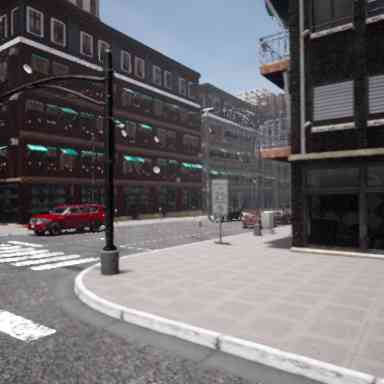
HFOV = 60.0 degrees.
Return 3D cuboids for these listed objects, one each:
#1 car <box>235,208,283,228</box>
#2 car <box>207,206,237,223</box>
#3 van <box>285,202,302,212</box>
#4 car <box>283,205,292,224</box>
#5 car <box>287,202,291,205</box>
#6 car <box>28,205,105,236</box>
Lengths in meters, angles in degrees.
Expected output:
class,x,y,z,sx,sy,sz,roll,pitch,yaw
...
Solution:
class,x,y,z,sx,sy,sz,roll,pitch,yaw
car,5.371,2.142,26.418,1.802,1.307,4.206,-2,-2,35
car,3.366,2.223,33.564,1.837,1.490,4.892,-1,-1,35
van,18.059,2.632,59.097,1.690,1.788,3.998,-2,-2,35
car,8.631,2.215,31.076,2.008,1.369,4.403,-2,-2,35
car,14.732,2.619,49.623,1.812,1.442,4.674,-1,-2,35
car,-8.026,1.773,21.853,2.192,1.841,5.009,-2,-2,35
